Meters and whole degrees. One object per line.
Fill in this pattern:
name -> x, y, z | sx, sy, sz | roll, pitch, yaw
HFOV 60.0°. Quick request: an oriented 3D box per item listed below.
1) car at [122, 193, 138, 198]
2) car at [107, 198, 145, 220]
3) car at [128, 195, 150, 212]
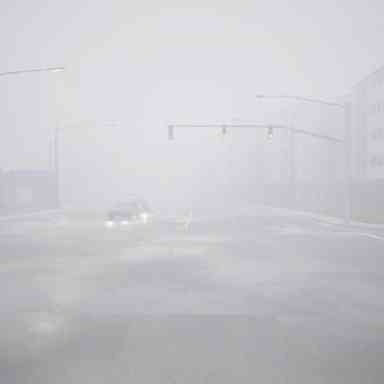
car -> -9.602, 1.141, 52.617 | 2.150, 2.045, 5.566 | 0, 0, -26
car -> -5.698, 1.528, 28.369 | 2.033, 1.411, 5.357 | 0, 0, 1
car -> -5.950, 1.446, 38.630 | 2.128, 1.511, 4.902 | 0, 0, -6
